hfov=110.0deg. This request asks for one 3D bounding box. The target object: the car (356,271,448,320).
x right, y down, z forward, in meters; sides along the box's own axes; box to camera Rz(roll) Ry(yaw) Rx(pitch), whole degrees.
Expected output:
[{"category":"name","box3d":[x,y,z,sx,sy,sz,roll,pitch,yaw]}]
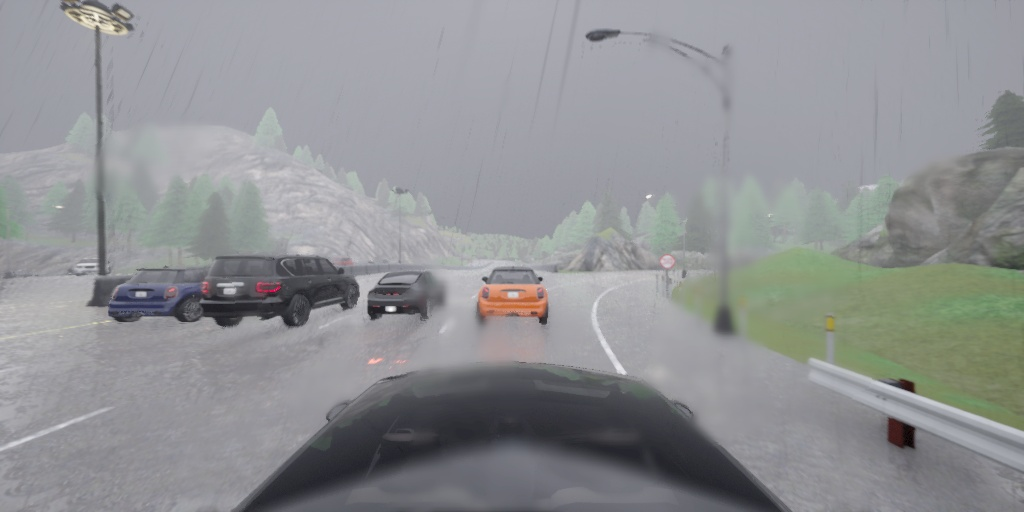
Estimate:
[{"category":"car","box3d":[-3.482,1.264,12.673,1.837,1.490,4.892,0,0,0]}]

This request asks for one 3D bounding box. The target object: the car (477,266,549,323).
[{"category":"car","box3d":[0.020,1.123,12.310,2.097,1.767,4.553,0,0,0]}]

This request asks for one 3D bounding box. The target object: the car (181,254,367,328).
[{"category":"car","box3d":[-6.977,0.973,11.560,2.150,2.045,5.566,0,0,0]}]

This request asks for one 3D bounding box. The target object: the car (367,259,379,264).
[{"category":"car","box3d":[-21.416,1.425,51.931,1.837,1.490,4.892,0,-1,0]}]

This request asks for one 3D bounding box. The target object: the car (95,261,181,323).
[{"category":"car","box3d":[-10.480,1.105,12.243,2.097,1.767,4.553,0,0,0]}]

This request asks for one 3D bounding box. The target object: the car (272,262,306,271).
[{"category":"car","box3d":[-31.900,1.491,51.506,1.895,1.301,4.718,0,-1,0]}]

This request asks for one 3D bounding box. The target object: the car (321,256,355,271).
[{"category":"car","box3d":[-24.911,1.128,51.615,2.150,2.045,5.566,0,-2,0]}]

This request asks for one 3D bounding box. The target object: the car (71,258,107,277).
[{"category":"car","box3d":[-47.184,1.203,40.429,2.150,2.045,5.566,-1,0,-44]}]

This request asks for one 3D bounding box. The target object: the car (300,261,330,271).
[{"category":"car","box3d":[-28.409,1.468,51.911,1.994,1.385,4.181,0,-1,0]}]
